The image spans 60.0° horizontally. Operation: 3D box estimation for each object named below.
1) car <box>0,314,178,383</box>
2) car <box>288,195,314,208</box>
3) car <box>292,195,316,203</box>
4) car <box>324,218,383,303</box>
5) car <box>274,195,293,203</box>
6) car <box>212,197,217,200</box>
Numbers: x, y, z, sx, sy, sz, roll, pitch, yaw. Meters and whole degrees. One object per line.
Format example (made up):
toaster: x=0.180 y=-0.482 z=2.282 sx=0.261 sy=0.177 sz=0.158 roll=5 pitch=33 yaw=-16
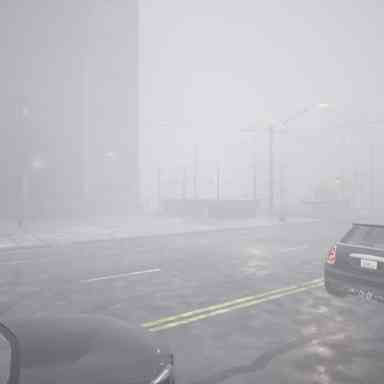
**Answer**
car: x=-2.258 y=1.526 z=2.149 sx=4.674 sy=1.442 sz=1.812 roll=0 pitch=0 yaw=-35
car: x=14.988 y=1.254 z=45.871 sx=4.553 sy=1.767 sz=2.185 roll=0 pitch=0 yaw=-36
car: x=21.907 y=1.420 z=64.929 sx=4.674 sy=1.452 sz=2.002 roll=0 pitch=0 yaw=-36
car: x=5.001 y=1.352 z=7.357 sx=4.553 sy=1.767 sz=2.097 roll=0 pitch=0 yaw=-35
car: x=19.002 y=1.452 z=68.932 sx=3.806 sy=1.475 sz=1.970 roll=0 pitch=0 yaw=-36
car: x=4.259 y=1.575 z=60.449 sx=4.718 sy=1.301 sz=1.895 roll=0 pitch=0 yaw=-36
